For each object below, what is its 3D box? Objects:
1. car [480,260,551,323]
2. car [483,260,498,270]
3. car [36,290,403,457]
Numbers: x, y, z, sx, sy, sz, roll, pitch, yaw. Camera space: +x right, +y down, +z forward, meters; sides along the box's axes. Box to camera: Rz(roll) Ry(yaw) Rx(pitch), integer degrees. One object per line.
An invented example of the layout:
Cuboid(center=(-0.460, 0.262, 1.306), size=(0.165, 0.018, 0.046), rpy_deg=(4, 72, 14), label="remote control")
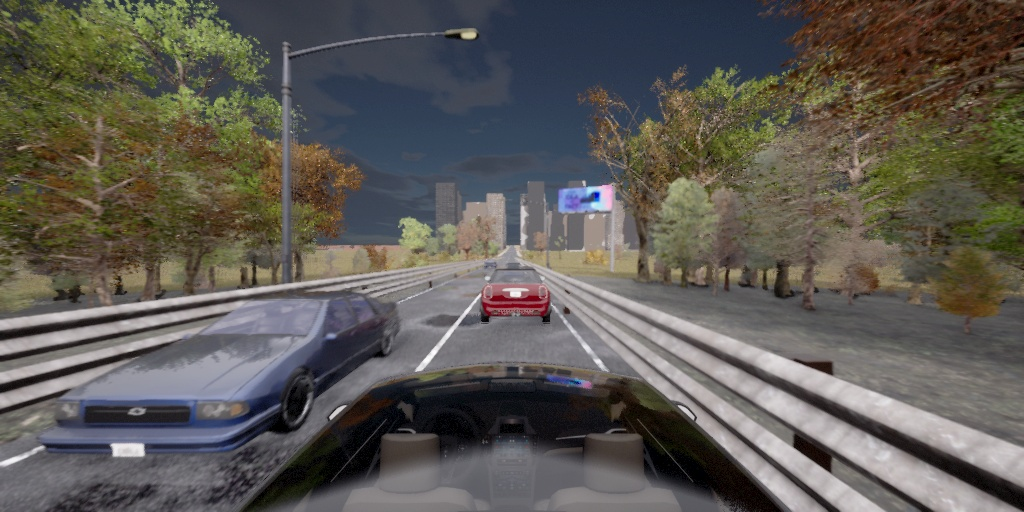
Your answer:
Cuboid(center=(0.103, 1.099, 12.312), size=(2.097, 1.767, 4.553), rpy_deg=(0, 0, 0), label="car")
Cuboid(center=(-3.276, 1.281, 55.258), size=(2.033, 1.411, 5.357), rpy_deg=(0, 0, 0), label="car")
Cuboid(center=(-3.343, 1.296, 5.773), size=(2.033, 1.411, 5.357), rpy_deg=(0, 0, 0), label="car")
